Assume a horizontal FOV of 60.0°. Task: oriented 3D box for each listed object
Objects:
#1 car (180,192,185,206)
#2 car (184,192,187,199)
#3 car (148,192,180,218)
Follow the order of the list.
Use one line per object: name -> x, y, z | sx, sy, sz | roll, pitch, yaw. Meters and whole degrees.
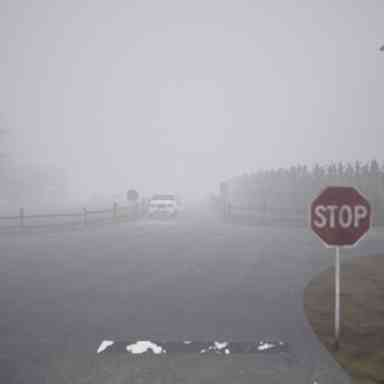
car -> -2.357, 1.175, 44.407 | 2.033, 1.411, 5.357 | 0, 1, 1
car -> -2.025, 0.658, 65.531 | 2.033, 1.411, 5.357 | 0, 1, 1
car -> -2.501, 1.090, 29.432 | 2.150, 2.045, 5.566 | 0, 1, 0
